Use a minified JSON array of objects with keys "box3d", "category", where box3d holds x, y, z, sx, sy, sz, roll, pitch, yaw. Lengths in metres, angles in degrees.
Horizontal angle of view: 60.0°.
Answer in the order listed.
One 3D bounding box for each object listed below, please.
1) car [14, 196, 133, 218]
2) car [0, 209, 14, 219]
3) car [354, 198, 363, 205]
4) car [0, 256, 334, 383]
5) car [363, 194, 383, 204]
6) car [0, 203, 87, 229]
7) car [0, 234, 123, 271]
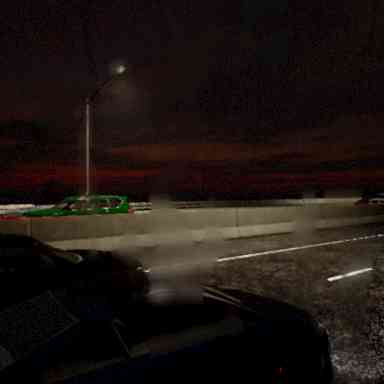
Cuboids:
[{"box3d":[-5.739,1.223,17.095,5.566,2.045,2.150,0,0,-35],"category":"car"},{"box3d":[-9.989,1.601,18.364,4.718,1.301,1.895,0,0,-35],"category":"car"},{"box3d":[25.049,1.526,47.600,4.674,1.442,1.812,0,0,-35],"category":"car"},{"box3d":[-0.429,1.564,3.439,4.181,1.385,1.994,0,0,-35],"category":"car"},{"box3d":[25.154,1.226,43.389,5.566,2.045,2.150,0,0,-35],"category":"car"},{"box3d":[-10.141,1.549,22.552,5.357,1.411,2.033,0,0,-36],"category":"car"},{"box3d":[-3.248,1.478,5.728,5.008,1.535,1.882,0,0,-35],"category":"car"}]
